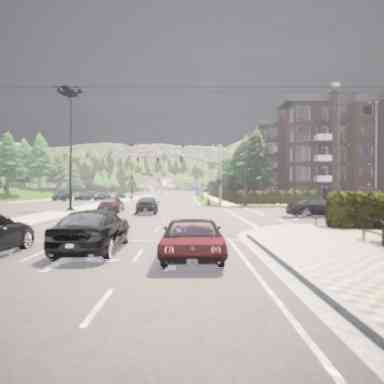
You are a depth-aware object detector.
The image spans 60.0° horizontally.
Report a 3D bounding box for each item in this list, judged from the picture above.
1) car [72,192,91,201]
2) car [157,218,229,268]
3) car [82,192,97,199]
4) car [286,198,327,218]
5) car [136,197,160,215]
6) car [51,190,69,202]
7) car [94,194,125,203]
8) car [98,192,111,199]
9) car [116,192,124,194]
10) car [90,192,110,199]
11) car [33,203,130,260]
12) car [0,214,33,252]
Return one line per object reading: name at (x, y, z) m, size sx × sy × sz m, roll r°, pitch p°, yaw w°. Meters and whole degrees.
car at (-20.244, 1.042, 61.417) m, size 1.895 × 1.301 × 4.718 m, roll 0°, pitch 1°, yaw 0°
car at (0.008, 1.498, 10.797) m, size 1.895 × 1.301 × 4.718 m, roll 0°, pitch 1°, yaw 0°
car at (-23.844, 0.794, 77.452) m, size 1.837 × 1.490 × 4.892 m, roll 0°, pitch 1°, yaw 0°
car at (9.960, 1.219, 26.065) m, size 5.008 × 1.535 × 1.882 m, roll 0°, pitch 0°, yaw -3°
car at (-4.035, 1.220, 30.516) m, size 1.837 × 1.490 × 4.892 m, roll 0°, pitch 1°, yaw -2°
car at (-23.740, 0.669, 61.057) m, size 2.150 × 2.045 × 5.566 m, roll 0°, pitch 1°, yaw 0°
car at (-7.591, 1.236, 31.453) m, size 1.812 × 1.442 × 4.674 m, roll 0°, pitch 1°, yaw -3°
car at (-20.345, 0.788, 77.717) m, size 1.837 × 1.490 × 4.892 m, roll 0°, pitch 1°, yaw 0°
car at (-16.846, 0.783, 77.838) m, size 1.837 × 1.490 × 4.892 m, roll 0°, pitch 1°, yaw 0°
car at (-16.747, 1.037, 61.544) m, size 1.895 × 1.301 × 4.718 m, roll 0°, pitch 1°, yaw 0°
car at (-3.504, 1.368, 11.938) m, size 1.882 × 1.535 × 5.008 m, roll 0°, pitch 1°, yaw 0°
car at (-6.995, 1.409, 10.887) m, size 1.837 × 1.490 × 4.892 m, roll 0°, pitch 1°, yaw 0°
